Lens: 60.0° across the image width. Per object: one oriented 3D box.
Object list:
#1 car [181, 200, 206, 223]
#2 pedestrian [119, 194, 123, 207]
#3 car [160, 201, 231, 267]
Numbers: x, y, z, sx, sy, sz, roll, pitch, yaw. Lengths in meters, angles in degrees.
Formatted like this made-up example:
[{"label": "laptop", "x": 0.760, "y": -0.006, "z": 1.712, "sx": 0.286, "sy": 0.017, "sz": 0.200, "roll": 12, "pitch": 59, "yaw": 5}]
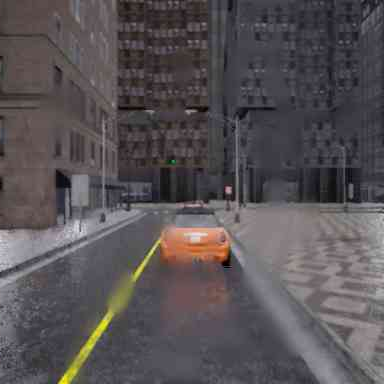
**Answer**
[{"label": "car", "x": 0.101, "y": 1.475, "z": 26.851, "sx": 1.882, "sy": 1.535, "sz": 5.008, "roll": 0, "pitch": 0, "yaw": 0}, {"label": "pedestrian", "x": -9.885, "y": 1.149, "z": 46.284, "sx": 0.375, "sy": 1.860, "sz": 0.375, "roll": 0, "pitch": 0, "yaw": 1}, {"label": "car", "x": 0.100, "y": 1.350, "z": 11.531, "sx": 2.097, "sy": 1.767, "sz": 4.553, "roll": 0, "pitch": 0, "yaw": 0}]
